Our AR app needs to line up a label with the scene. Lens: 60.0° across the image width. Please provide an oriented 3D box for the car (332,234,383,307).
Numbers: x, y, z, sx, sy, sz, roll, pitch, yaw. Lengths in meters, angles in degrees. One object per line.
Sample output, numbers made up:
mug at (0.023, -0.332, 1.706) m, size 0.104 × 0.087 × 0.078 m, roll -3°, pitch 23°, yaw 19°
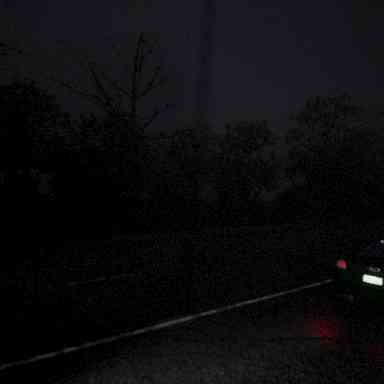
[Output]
car at (4.977, 1.608, 7.324) m, size 4.181 × 1.385 × 1.994 m, roll 0°, pitch 0°, yaw -36°
